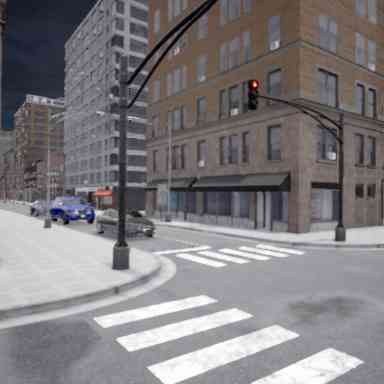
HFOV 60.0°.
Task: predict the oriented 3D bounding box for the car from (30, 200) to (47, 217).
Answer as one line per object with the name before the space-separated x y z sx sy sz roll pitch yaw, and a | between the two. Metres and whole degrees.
car | -15.523 1.608 34.906 2.097 1.767 4.553 1 -1 -35

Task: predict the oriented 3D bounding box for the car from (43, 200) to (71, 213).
car | -17.263 1.816 42.392 2.128 1.511 4.902 1 -1 -36

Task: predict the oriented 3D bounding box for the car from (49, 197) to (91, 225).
car | -9.553 1.432 26.523 2.150 2.045 5.566 1 -1 -36

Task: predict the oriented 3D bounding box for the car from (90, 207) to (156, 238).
car | -3.741 1.672 18.371 1.837 1.490 4.892 1 -1 -36
